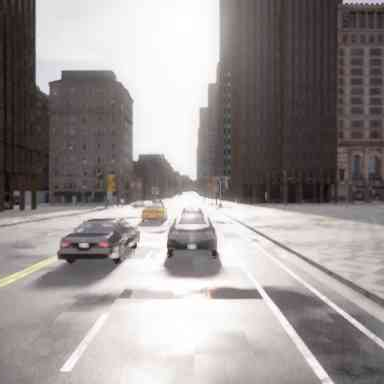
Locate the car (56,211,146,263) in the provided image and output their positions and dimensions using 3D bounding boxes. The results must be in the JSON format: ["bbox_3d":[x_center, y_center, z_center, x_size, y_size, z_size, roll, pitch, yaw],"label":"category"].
[{"bbox_3d":[-3.236,1.675,12.518,2.033,1.411,5.357,0,-1,0],"label":"car"}]

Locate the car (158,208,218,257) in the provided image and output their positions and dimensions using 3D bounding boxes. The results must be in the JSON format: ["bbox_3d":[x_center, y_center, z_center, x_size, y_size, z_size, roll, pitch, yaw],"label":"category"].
[{"bbox_3d":[0.024,1.630,13.518,2.128,1.511,4.902,0,0,0],"label":"car"}]

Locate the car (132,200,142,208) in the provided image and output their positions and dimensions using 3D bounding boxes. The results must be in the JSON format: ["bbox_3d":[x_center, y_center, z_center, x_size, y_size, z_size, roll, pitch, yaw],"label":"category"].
[{"bbox_3d":[-9.765,2.259,61.182,1.812,1.442,4.674,0,-1,0],"label":"car"}]

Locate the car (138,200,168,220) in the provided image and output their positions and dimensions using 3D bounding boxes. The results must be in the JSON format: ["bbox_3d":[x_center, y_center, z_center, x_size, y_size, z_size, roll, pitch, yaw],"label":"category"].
[{"bbox_3d":[-3.217,1.797,29.253,1.882,1.535,5.008,0,0,0],"label":"car"}]
